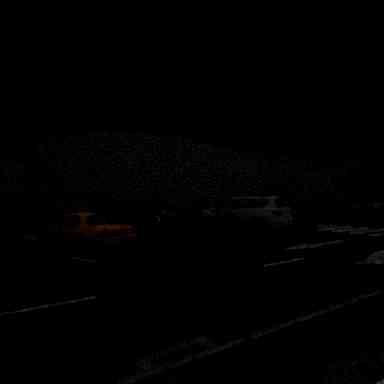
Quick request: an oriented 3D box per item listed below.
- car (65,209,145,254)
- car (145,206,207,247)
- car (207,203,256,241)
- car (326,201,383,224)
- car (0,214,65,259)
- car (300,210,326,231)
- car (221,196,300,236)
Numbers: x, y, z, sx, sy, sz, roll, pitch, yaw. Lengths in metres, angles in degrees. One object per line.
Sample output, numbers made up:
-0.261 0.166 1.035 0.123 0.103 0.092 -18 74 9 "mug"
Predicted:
-4.672 1.489 13.525 5.366 1.575 1.946 -1 -1 35 "car"
-2.085 1.494 15.146 4.892 1.521 2.231 -1 -1 35 "car"
0.340 1.497 16.888 5.008 1.535 2.097 -1 -1 35 "car"
12.486 1.591 25.529 4.674 1.452 2.002 -1 -1 35 "car"
-6.972 1.519 11.704 4.792 1.488 2.163 -1 -1 35 "car"
5.196 1.513 20.353 4.892 1.521 2.231 -1 -1 34 "car"
2.741 1.251 18.628 5.566 2.045 2.435 -1 -1 35 "car"
